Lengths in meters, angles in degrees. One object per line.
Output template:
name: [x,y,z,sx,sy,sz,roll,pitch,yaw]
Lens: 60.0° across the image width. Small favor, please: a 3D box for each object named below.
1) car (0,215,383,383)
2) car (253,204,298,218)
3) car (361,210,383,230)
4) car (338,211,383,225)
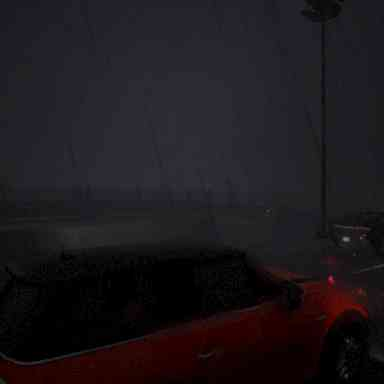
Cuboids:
car: [0.017,1.348,3.759,4.553,1.767,2.097,0,0,-35]
car: [7.786,1.883,31.016,4.553,1.767,2.097,5,-3,-35]
car: [16.907,2.537,28.909,4.892,1.490,1.837,7,-4,-35]
car: [7.543,1.546,13.422,4.902,1.511,2.128,2,-1,-35]
